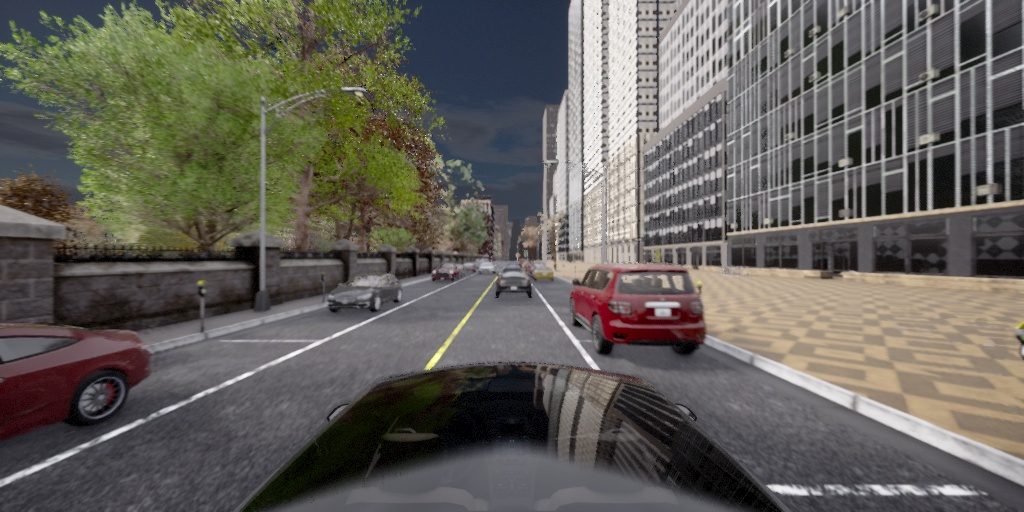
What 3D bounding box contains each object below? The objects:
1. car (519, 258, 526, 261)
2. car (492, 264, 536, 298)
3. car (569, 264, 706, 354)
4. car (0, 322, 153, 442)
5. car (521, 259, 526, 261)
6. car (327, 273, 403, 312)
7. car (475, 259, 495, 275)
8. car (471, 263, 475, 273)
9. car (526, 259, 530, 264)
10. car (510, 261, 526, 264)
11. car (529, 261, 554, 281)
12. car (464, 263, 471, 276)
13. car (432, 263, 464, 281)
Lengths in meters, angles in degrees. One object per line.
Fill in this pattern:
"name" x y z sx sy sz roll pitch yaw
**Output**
"car" 2.666 1.590 65.256 1.751 1.417 4.829 0 0 0
"car" 0.087 1.351 19.186 1.812 1.442 4.674 0 0 0
"car" 2.687 1.095 8.766 2.192 1.841 5.009 0 0 0
"car" -5.692 1.338 3.131 1.802 1.307 4.207 0 0 0
"car" 2.670 1.546 53.822 1.888 1.381 4.507 0 0 0
"car" -5.697 1.356 14.396 2.007 1.370 4.403 0 0 0
"car" -3.032 1.469 43.752 1.812 1.442 4.674 0 -1 0
"car" -5.708 1.551 48.186 1.802 1.307 4.207 0 0 0
"car" 2.676 1.347 36.926 1.967 1.591 4.097 0 0 0
"car" 0.083 1.449 35.926 2.033 1.411 5.357 0 0 0
"car" 2.678 1.405 31.465 1.751 1.417 4.829 0 0 0
"car" -5.704 1.458 36.923 2.007 1.370 4.403 0 0 0
"car" -5.702 1.319 31.292 1.967 1.591 4.097 0 0 0
